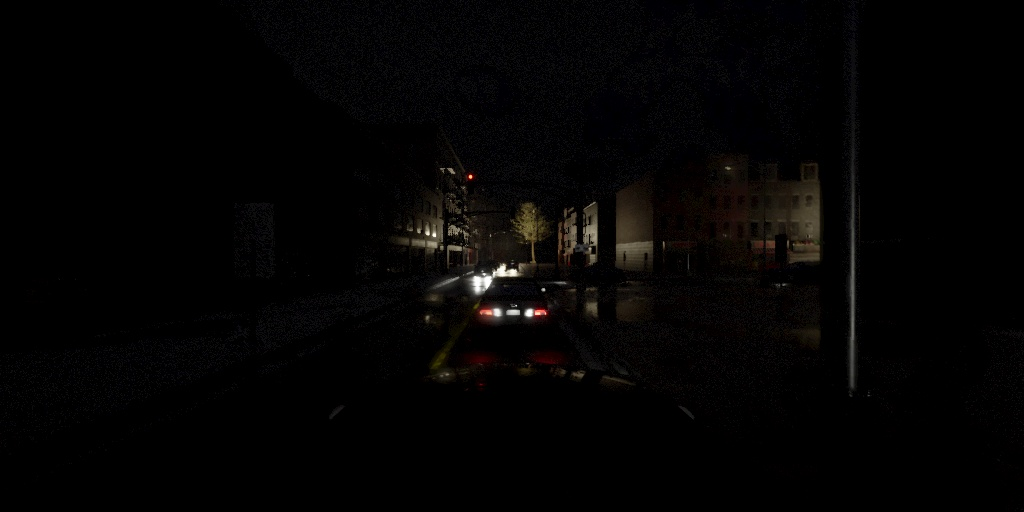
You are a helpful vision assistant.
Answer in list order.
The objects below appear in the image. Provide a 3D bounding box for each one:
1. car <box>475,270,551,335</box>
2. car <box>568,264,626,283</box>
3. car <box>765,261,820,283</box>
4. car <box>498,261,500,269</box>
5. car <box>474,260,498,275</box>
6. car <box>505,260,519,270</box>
[{"bbox_3d":[0.046,1.297,10.448,2.033,1.411,5.357,0,0,0],"label":"car"},{"bbox_3d":[6.213,1.268,26.409,4.181,1.385,1.994,0,0,6],"label":"car"},{"bbox_3d":[21.204,1.104,26.093,5.008,1.535,1.882,0,0,0],"label":"car"},{"bbox_3d":[-2.942,1.331,47.779,1.994,1.385,4.181,0,0,0],"label":"car"},{"bbox_3d":[-2.917,1.250,37.946,2.128,1.511,4.902,0,0,0],"label":"car"},{"bbox_3d":[-0.008,1.317,50.111,2.033,1.411,5.357,0,0,0],"label":"car"}]
